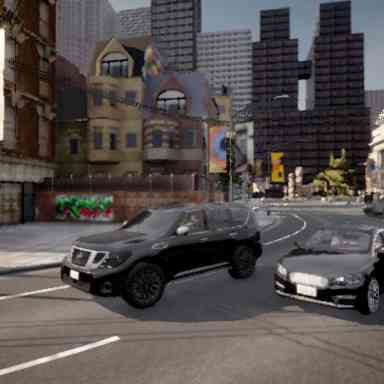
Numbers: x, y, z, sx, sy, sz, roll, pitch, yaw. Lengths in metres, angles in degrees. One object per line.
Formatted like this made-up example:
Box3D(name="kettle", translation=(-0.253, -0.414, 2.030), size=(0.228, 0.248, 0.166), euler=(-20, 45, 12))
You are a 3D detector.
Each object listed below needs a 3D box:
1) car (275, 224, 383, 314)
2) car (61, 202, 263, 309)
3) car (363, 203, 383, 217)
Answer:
Box3D(name="car", translation=(3.756, 1.576, 7.999), size=(2.128, 1.511, 4.902), euler=(0, -1, 42))
Box3D(name="car", translation=(-0.381, 1.316, 8.598), size=(5.566, 2.045, 2.150), euler=(1, -1, -45))
Box3D(name="car", translation=(20.380, 1.922, 36.434), size=(2.033, 1.411, 5.357), euler=(0, -1, 11))
